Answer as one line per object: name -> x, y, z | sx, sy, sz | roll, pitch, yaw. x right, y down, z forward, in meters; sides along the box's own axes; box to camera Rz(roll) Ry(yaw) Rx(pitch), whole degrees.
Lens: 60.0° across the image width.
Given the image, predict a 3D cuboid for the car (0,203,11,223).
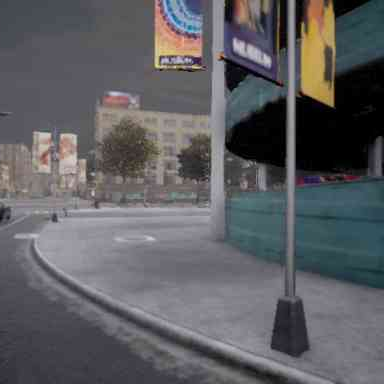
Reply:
car -> -15.693, 1.580, 26.421 | 2.128, 1.511, 4.902 | 1, 0, -20
